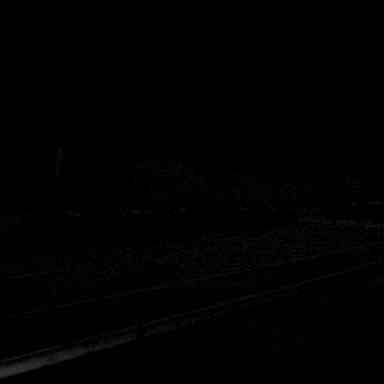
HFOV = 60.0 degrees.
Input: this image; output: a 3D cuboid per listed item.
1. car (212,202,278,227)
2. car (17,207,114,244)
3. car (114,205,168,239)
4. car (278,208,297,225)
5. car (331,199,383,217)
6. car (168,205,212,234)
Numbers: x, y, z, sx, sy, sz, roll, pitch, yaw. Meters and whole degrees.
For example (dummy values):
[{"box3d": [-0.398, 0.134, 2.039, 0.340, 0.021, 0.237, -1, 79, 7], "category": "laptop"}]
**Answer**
[{"box3d": [2.970, 1.532, 23.071, 5.008, 1.535, 2.097, -1, -1, 32], "category": "car"}, {"box3d": [-6.391, 1.517, 15.841, 4.892, 1.521, 2.231, -1, 0, 34], "category": "car"}, {"box3d": [-4.027, 1.518, 17.615, 4.892, 1.521, 2.231, -1, 0, 33], "category": "car"}, {"box3d": [5.291, 1.542, 24.911, 5.008, 1.535, 2.097, -1, -1, 32], "category": "car"}, {"box3d": [16.941, 1.680, 34.155, 5.008, 1.535, 2.097, 0, -1, 32], "category": "car"}, {"box3d": [-1.676, 1.521, 19.413, 4.892, 1.521, 2.231, -1, -1, 33], "category": "car"}]
